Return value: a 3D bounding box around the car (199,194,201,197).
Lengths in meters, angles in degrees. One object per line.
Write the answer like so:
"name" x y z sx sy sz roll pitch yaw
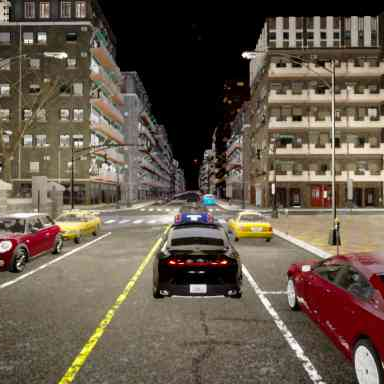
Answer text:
"car" 2.745 1.519 59.734 1.887 1.381 4.507 1 0 0

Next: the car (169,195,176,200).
"car" -5.613 1.516 88.152 1.802 1.307 4.206 1 0 0

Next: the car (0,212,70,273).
"car" -5.672 1.442 10.478 1.967 1.590 4.097 1 0 0

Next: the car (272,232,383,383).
"car" 2.703 1.546 4.835 1.887 1.381 4.507 1 0 0

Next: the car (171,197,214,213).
"car" 0.134 1.354 18.718 2.097 1.767 4.553 0 0 1

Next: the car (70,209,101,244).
"car" -5.669 1.527 15.923 1.752 1.417 4.829 1 0 0

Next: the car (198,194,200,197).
"car" 2.749 1.534 65.404 1.947 1.339 4.313 1 0 0

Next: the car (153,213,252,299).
"car" 0.109 1.506 8.458 1.837 1.490 4.892 0 0 0

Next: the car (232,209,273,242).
"car" 2.712 1.527 16.239 1.752 1.417 4.829 1 0 0

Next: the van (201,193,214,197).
"van" 2.744 1.321 54.061 1.690 1.788 3.998 1 0 0

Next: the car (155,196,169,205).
"car" -5.635 1.556 59.796 1.802 1.307 4.206 1 0 0

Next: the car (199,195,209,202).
"car" 2.759 1.503 76.746 2.008 1.369 4.403 1 0 0

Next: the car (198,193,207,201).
"car" 2.770 1.249 88.088 2.192 1.841 5.009 1 0 0
